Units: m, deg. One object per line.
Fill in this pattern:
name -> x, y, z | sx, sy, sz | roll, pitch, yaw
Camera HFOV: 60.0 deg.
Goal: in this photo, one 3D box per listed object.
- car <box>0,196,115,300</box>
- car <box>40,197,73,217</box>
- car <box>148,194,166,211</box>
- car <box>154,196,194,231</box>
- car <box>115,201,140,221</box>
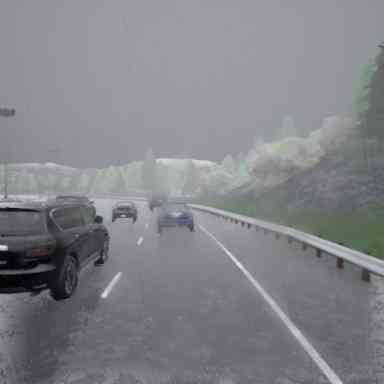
car -> -3.682, 1.229, 8.526 | 2.150, 2.045, 5.566 | 0, 0, -2
car -> -13.376, 1.378, 33.061 | 2.097, 1.767, 4.553 | 0, 0, -9
car -> -4.216, 1.231, 41.326 | 2.150, 2.045, 5.566 | 0, 0, -11
car -> -1.112, 1.355, 20.669 | 2.097, 1.767, 4.553 | 0, 0, -6
car -> -5.365, 1.516, 26.937 | 1.837, 1.490, 4.892 | 0, 0, -8
